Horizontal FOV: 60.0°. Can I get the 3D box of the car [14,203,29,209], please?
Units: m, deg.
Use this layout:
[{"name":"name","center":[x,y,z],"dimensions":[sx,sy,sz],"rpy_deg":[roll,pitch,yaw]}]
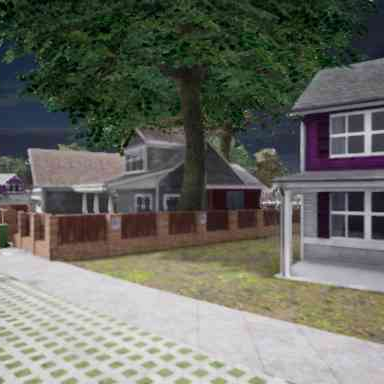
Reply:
[{"name":"car","center":[-32.108,2.719,61.136],"dimensions":[1.895,1.301,4.718],"rpy_deg":[0,-1,3]}]
